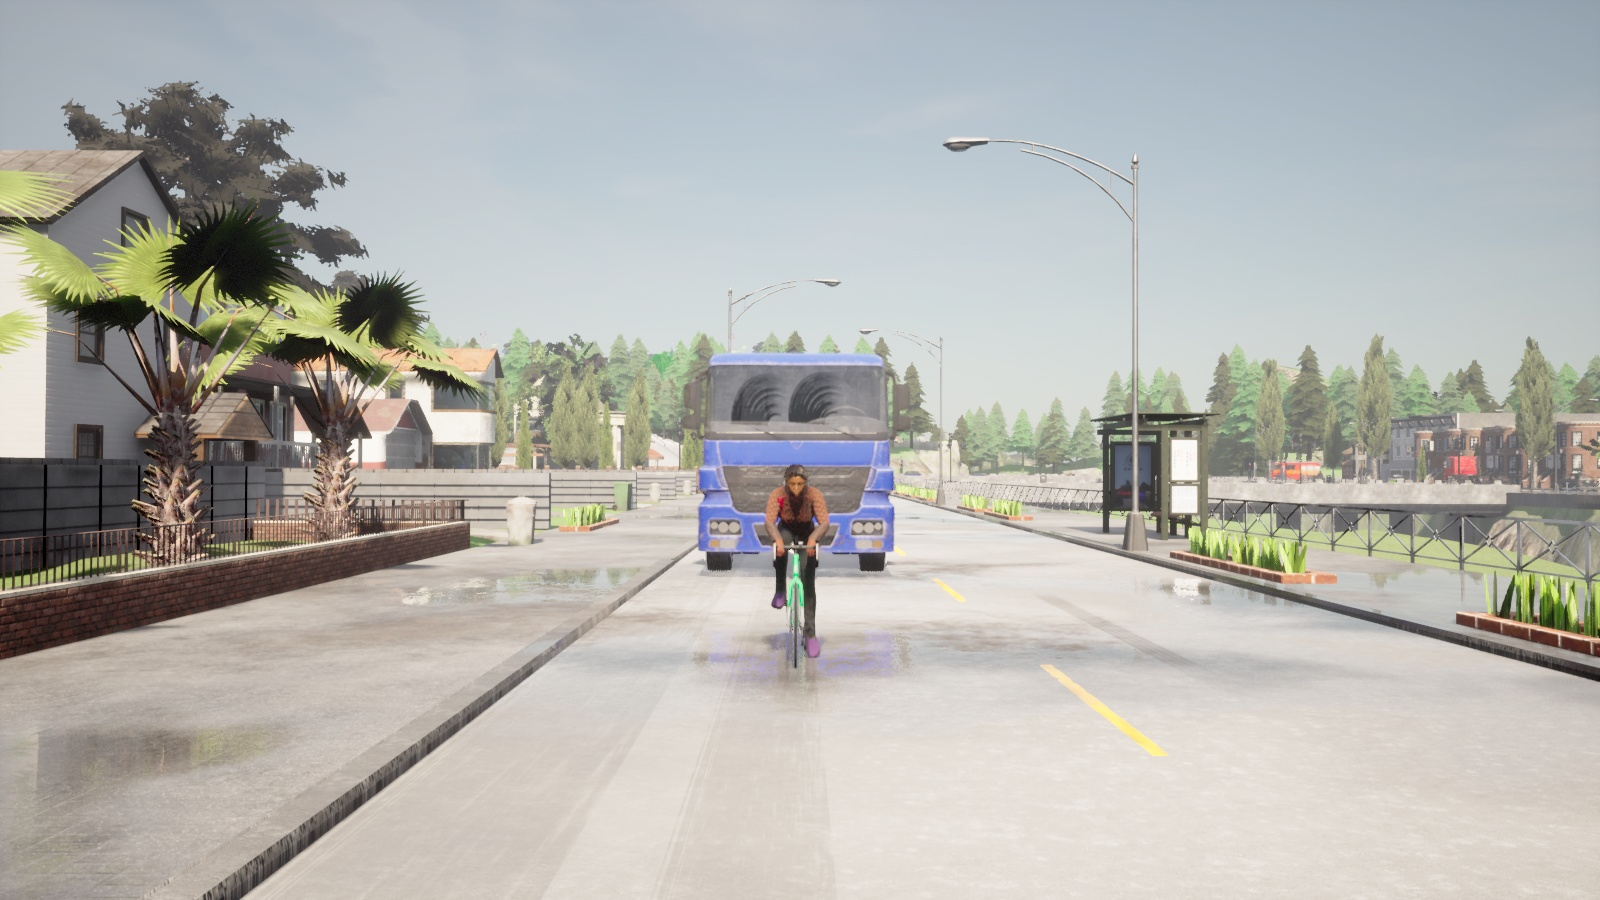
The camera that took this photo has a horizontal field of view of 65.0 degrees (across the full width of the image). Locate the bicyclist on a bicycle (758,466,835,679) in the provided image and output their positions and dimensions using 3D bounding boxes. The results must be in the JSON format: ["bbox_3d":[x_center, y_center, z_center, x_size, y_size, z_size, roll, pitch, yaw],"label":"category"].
[{"bbox_3d":[-0.027,0.942,10.399,0.582,1.620,1.656,0,-1,0],"label":"bicyclist on a bicycle"}]

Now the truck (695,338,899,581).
[{"bbox_3d":[-0.059,0.199,21.872,2.891,3.462,7.936,0,-1,0],"label":"truck"}]
